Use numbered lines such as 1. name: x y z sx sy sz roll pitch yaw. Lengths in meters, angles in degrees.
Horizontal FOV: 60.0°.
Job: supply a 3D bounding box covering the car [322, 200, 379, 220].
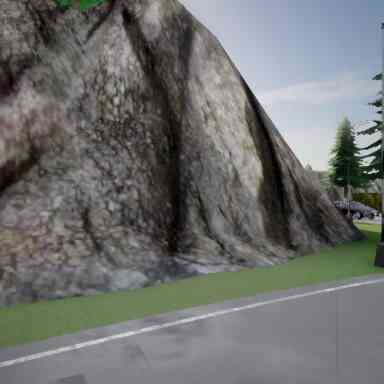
1. car: 13.459 1.491 28.497 2.128 1.511 4.902 0 0 -25
